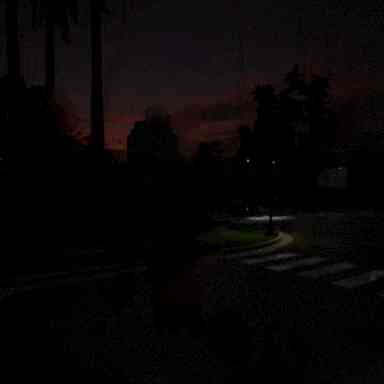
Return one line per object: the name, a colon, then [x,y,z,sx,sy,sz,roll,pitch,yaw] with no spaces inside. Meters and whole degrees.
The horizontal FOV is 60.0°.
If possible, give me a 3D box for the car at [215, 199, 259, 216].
car: [4.156,1.434,31.284,1.837,1.490,4.892,-1,1,-36]
